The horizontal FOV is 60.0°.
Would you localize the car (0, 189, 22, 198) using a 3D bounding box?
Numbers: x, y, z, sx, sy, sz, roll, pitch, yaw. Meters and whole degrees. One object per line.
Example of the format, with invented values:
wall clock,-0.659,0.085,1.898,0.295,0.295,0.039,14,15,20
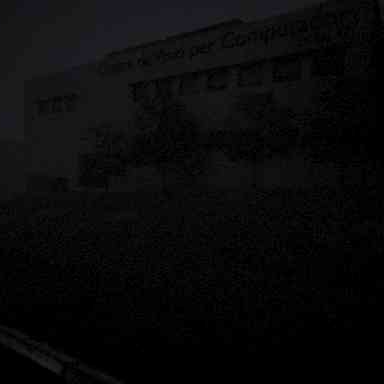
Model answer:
car,-29.247,0.218,55.172,1.882,1.535,5.008,3,0,36
